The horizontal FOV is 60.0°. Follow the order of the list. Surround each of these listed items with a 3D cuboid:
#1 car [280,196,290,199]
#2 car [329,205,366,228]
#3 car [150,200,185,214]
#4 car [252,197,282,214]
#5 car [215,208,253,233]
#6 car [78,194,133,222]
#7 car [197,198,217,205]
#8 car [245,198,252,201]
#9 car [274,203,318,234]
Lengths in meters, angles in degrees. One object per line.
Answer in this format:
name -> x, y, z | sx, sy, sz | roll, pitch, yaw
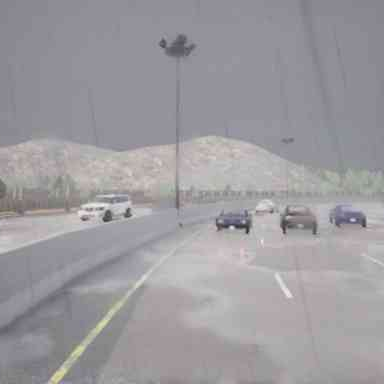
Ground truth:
car -> 17.756, 1.615, 64.892 | 2.128, 1.511, 4.902 | 0, 0, 39
car -> 10.649, 1.592, 22.941 | 1.812, 1.442, 4.674 | 0, 0, 16
car -> -2.063, 1.526, 29.748 | 1.837, 1.490, 4.892 | 0, 0, 18
car -> 8.355, 1.596, 36.914 | 1.812, 1.442, 4.674 | 0, 0, 24
car -> 2.662, 1.632, 20.112 | 1.895, 1.301, 4.718 | 0, 0, 13
car -> -6.715, 1.220, 26.516 | 2.150, 2.045, 5.566 | 0, 0, 16
car -> 2.492, 1.628, 55.941 | 1.994, 1.385, 4.181 | 0, 0, 32
car -> 11.926, 1.712, 63.392 | 1.895, 1.301, 4.718 | 0, 0, 38
car -> 6.149, 1.536, 19.568 | 2.128, 1.511, 4.902 | 0, 0, 13
